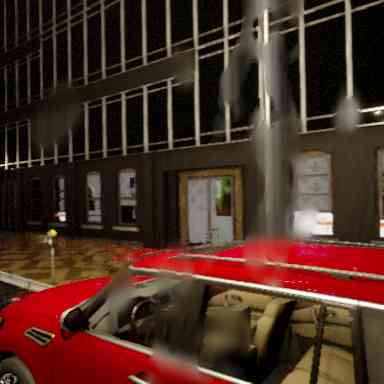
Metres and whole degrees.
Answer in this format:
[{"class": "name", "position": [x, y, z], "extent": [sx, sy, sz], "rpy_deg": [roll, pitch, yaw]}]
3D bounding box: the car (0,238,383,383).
[{"class": "car", "position": [0.362, 1.318, 2.638], "extent": [5.009, 1.841, 2.192], "rpy_deg": [0, -1, 36]}]
